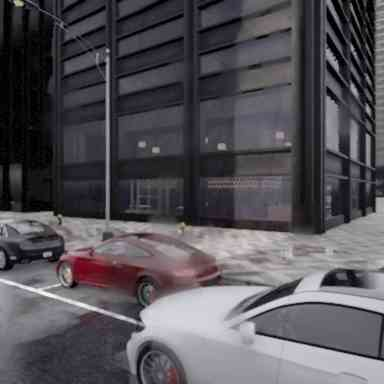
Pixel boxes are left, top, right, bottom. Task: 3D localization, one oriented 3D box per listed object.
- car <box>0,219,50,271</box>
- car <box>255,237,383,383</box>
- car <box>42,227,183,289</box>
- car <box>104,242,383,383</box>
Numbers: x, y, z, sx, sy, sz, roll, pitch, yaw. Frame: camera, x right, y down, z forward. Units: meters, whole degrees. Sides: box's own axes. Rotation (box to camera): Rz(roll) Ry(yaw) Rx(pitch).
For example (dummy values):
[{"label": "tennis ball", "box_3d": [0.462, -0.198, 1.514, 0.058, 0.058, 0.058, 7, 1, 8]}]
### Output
[{"label": "car", "box_3d": [-5.930, 1.558, 10.798, 4.403, 1.369, 2.008, 0, 0, 35]}, {"label": "car", "box_3d": [3.285, 1.552, 4.305, 4.403, 1.369, 2.008, 0, 0, 35]}, {"label": "car", "box_3d": [-1.323, 1.586, 7.552, 4.206, 1.307, 1.802, 0, 0, 35]}, {"label": "car", "box_3d": [1.439, 1.528, 3.268, 4.674, 1.442, 1.812, 0, 0, 35]}]
